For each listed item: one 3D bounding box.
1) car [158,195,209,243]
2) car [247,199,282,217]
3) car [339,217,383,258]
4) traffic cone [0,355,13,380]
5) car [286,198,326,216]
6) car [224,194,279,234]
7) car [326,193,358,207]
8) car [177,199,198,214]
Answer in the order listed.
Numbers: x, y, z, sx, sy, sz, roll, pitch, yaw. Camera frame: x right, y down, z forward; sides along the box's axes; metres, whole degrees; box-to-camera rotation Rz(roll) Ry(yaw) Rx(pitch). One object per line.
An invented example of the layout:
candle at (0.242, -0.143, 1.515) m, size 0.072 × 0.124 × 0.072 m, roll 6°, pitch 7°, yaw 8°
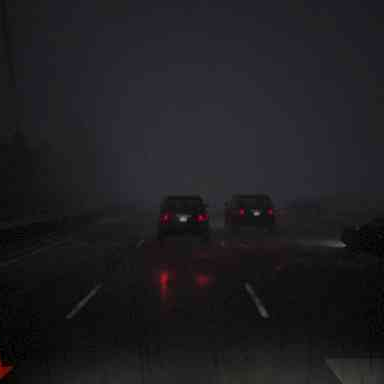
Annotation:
car at (-0.369, 1.150, 15.681) m, size 2.150 × 2.045 × 5.566 m, roll 0°, pitch 0°, yaw -1°
car at (6.608, 1.404, 30.912) m, size 2.033 × 1.411 × 5.357 m, roll 0°, pitch 0°, yaw 0°
car at (6.654, 1.496, 10.483) m, size 2.033 × 1.411 × 5.357 m, roll 0°, pitch 0°, yaw 0°
traffic cone at (-2.441, 1.937, 4.054) m, size 0.340 × 0.580 × 0.340 m, roll 0°, pitch 0°, yaw 0°
car at (10.107, 1.335, 30.417) m, size 1.882 × 1.535 × 5.008 m, roll 0°, pitch 0°, yaw 0°
car at (3.135, 1.134, 18.841) m, size 2.150 × 2.045 × 5.566 m, roll 0°, pitch 0°, yaw 0°
car at (18.900, 1.013, 42.211) m, size 3.866 × 1.878 × 1.905 m, roll 0°, pitch 0°, yaw 0°
car at (-0.401, 1.410, 33.732) m, size 1.994 × 1.385 × 4.181 m, roll 0°, pitch 0°, yaw 0°
